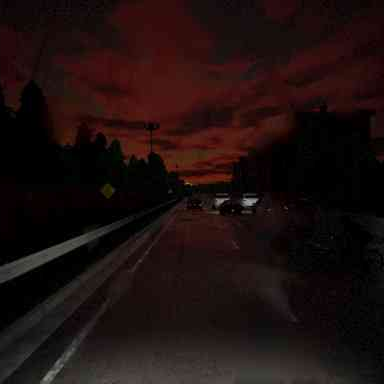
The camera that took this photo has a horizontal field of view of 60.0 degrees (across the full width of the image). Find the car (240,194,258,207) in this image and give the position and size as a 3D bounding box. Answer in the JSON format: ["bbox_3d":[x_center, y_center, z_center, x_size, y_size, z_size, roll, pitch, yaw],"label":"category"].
[{"bbox_3d":[7.333,1.221,43.496,2.150,2.045,5.566,0,0,0],"label":"car"}]

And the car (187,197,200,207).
[{"bbox_3d":[0.262,1.526,51.037,1.812,1.442,4.674,0,0,0],"label":"car"}]

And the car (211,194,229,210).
[{"bbox_3d":[3.832,1.221,43.952,2.150,2.045,5.566,0,0,0],"label":"car"}]

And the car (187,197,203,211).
[{"bbox_3d":[0.336,1.547,40.686,2.033,1.411,5.357,0,0,0],"label":"car"}]

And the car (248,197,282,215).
[{"bbox_3d":[7.291,1.504,33.610,1.837,1.490,4.892,0,0,0],"label":"car"}]

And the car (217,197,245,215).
[{"bbox_3d":[3.790,1.526,33.182,1.812,1.442,4.674,0,0,0],"label":"car"}]

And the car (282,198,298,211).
[{"bbox_3d":[10.824,1.601,40.228,1.895,1.301,4.718,0,0,0],"label":"car"}]

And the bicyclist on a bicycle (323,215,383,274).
[{"bbox_3d":[4.370,1.455,9.060,1.656,1.620,0.582,-2,0,0],"label":"bicyclist on a bicycle"}]

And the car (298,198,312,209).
[{"bbox_3d":[14.338,1.478,44.319,1.882,1.535,5.008,0,0,0],"label":"car"}]
